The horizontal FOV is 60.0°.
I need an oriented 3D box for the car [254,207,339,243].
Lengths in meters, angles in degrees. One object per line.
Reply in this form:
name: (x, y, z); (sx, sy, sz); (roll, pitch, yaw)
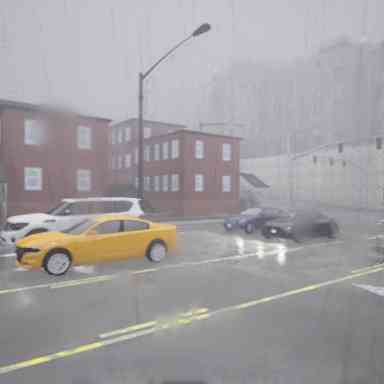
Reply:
car: (5.364, 1.615, 16.376); (4.181, 1.385, 1.994); (0, 0, -35)

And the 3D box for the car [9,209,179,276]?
car: (-2.795, 1.490, 10.589); (5.008, 1.535, 1.882); (0, 0, -35)

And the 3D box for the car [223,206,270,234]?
car: (3.963, 1.579, 19.666); (4.674, 1.442, 1.812); (0, 0, -35)

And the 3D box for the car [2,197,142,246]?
car: (-4.560, 1.236, 13.627); (5.566, 2.045, 2.150); (0, 0, -35)
